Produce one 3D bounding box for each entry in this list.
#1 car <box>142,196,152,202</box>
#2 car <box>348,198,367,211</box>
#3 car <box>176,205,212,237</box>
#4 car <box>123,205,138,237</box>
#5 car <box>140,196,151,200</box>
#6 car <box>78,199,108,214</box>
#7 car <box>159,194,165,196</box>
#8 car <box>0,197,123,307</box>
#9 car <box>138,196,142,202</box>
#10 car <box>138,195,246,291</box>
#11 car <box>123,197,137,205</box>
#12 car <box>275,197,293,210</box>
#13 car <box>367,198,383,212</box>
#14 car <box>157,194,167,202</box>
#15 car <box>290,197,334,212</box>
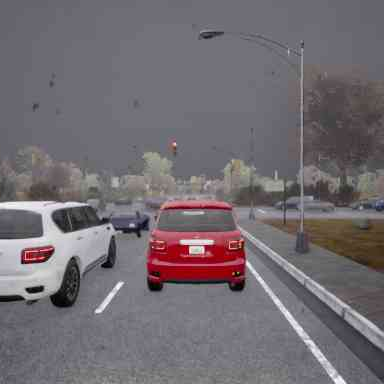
[{"bbox_3d":[-10.557,1.595,78.269,1.895,1.301,4.718,0,0,0],"label":"car"},{"bbox_3d":[21.732,1.498,40.588,4.892,1.490,1.837,0,0,3],"label":"car"},{"bbox_3d":[0.087,1.526,18.847,1.812,1.442,4.674,0,0,0],"label":"car"},{"bbox_3d":[-3.412,1.601,17.860,1.895,1.301,4.718,0,0,0],"label":"car"},{"bbox_3d":[-3.834,1.547,39.921,2.033,1.411,5.357,0,0,-36],"label":"car"},{"bbox_3d":[-10.626,1.505,36.209,1.837,1.490,4.892,0,0,0],"label":"car"},{"bbox_3d":[-7.055,1.601,68.477,1.895,1.301,4.718,0,0,0],"label":"car"},{"bbox_3d":[-3.406,1.221,8.092,2.150,2.045,5.566,0,0,0],"label":"car"},{"bbox_3d":[-7.108,1.601,53.734,1.895,1.301,4.718,0,0,-1],"label":"car"},{"bbox_3d":[0.091,1.221,9.153,2.150,2.045,5.566,0,0,0],"label":"car"},{"bbox_3d":[-10.762,1.547,52.873,2.033,1.411,5.357,0,0,4],"label":"car"},{"bbox_3d":[12.602,1.352,41.081,4.553,1.767,2.097,0,0,3],"label":"car"},{"bbox_3d":[23.085,1.212,37.008,5.566,2.045,2.150,0,0,3],"label":"car"},{"bbox_3d":[-7.057,1.355,78.735,2.097,1.767,4.553,0,0,0],"label":"car"},{"bbox_3d":[13.750,1.564,37.511,4.181,1.385,1.994,0,0,3],"label":"car"}]
